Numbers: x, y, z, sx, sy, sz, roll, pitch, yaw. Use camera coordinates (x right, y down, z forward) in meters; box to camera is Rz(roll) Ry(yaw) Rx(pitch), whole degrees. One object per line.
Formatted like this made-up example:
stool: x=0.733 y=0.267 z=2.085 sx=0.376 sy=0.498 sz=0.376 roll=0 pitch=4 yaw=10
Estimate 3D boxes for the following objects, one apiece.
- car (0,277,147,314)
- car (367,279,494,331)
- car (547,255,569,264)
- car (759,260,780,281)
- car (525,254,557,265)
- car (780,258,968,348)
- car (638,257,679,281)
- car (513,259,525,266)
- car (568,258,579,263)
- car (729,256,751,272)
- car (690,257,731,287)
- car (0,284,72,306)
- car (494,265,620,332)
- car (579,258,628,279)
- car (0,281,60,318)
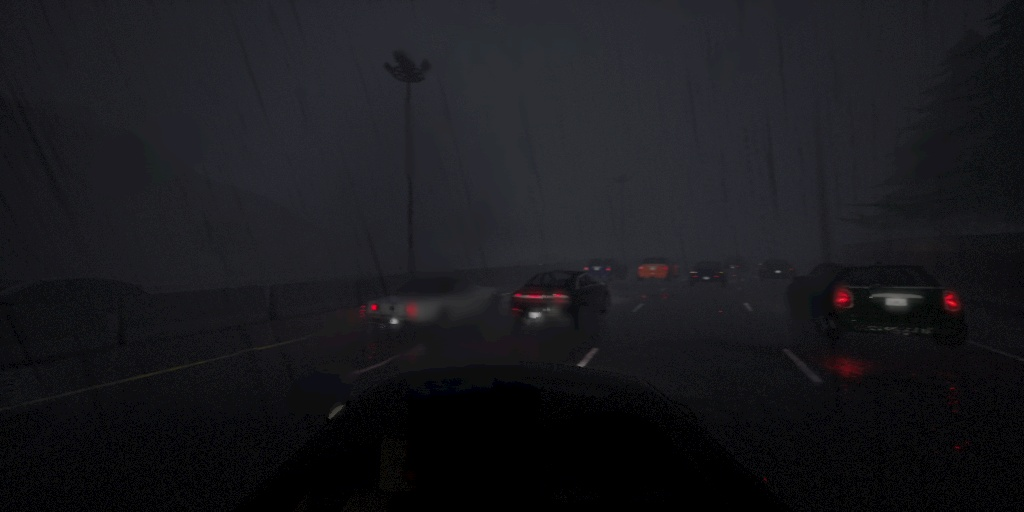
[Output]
car: x=-16.849 y=1.567 z=13.167 sx=1.837 sy=1.490 sz=4.892 roll=-1 pitch=0 yaw=25
car: x=-2.054 y=1.375 z=11.296 sx=1.895 sy=1.301 sz=4.718 roll=-1 pitch=0 yaw=26
car: x=7.667 y=1.024 z=51.096 sx=2.128 sy=1.511 sz=4.902 roll=-1 pitch=0 yaw=41
car: x=17.781 y=0.925 z=24.086 sx=1.994 sy=1.385 sz=4.181 roll=-1 pitch=0 yaw=35
car: x=4.939 y=0.772 z=53.298 sx=2.150 sy=2.045 sz=5.566 roll=-1 pitch=0 yaw=41
car: x=8.561 y=0.921 z=8.961 sx=2.097 sy=1.767 sz=4.553 roll=-1 pitch=0 yaw=27
car: x=10.786 y=0.847 z=26.258 sx=2.097 sy=1.767 sz=4.553 roll=-1 pitch=0 yaw=34
car: x=2.184 y=1.130 z=55.455 sx=1.837 sy=1.490 sz=4.892 roll=-1 pitch=0 yaw=41
car: x=10.282 y=1.015 z=48.769 sx=2.033 sy=1.411 sz=5.357 roll=-1 pitch=0 yaw=41
car: x=22.306 y=0.759 z=35.598 sx=1.837 sy=1.490 sz=4.892 roll=-1 pitch=0 yaw=40
car: x=11.947 y=1.006 z=21.719 sx=1.812 sy=1.442 sz=4.674 roll=-1 pitch=0 yaw=33
car: x=-14.961 y=1.633 z=8.858 sx=1.895 sy=1.301 sz=4.718 roll=-1 pitch=0 yaw=23
car: x=1.660 y=1.193 z=10.857 sx=2.128 sy=1.511 sz=4.902 roll=-1 pitch=0 yaw=26
car: x=7.164 y=0.917 z=27.127 sx=2.097 sy=1.767 sz=4.553 roll=-1 pitch=0 yaw=34
car: x=-20.699 y=1.739 z=13.188 sx=1.895 sy=1.301 sz=4.718 roll=-1 pitch=0 yaw=24
